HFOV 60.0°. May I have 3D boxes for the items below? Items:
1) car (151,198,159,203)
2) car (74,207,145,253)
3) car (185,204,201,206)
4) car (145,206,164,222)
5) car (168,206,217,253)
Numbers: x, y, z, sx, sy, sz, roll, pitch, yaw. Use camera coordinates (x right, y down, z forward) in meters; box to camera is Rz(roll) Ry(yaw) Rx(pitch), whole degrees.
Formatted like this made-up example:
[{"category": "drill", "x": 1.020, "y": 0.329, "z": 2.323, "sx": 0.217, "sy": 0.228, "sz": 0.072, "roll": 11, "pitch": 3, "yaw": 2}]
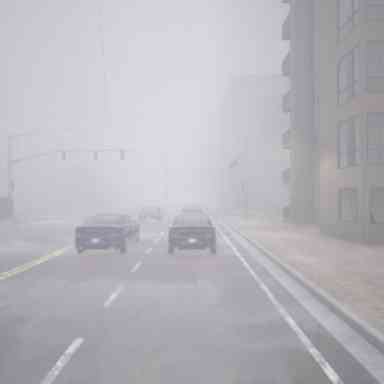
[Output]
[{"category": "car", "x": -10.439, "y": 2.406, "z": 94.256, "sx": 2.128, "sy": 1.511, "sz": 4.902, "roll": 0, "pitch": -1, "yaw": 0}, {"category": "car", "x": -3.485, "y": 1.615, "z": 14.493, "sx": 1.882, "sy": 1.535, "sz": 5.008, "roll": 0, "pitch": 0, "yaw": 0}, {"category": "car", "x": 0.099, "y": 1.756, "z": 29.471, "sx": 1.882, "sy": 1.535, "sz": 5.008, "roll": 0, "pitch": 0, "yaw": 3}, {"category": "car", "x": -3.479, "y": 1.876, "z": 29.113, "sx": 1.895, "sy": 1.301, "sz": 4.718, "roll": 0, "pitch": 0, "yaw": 0}, {"category": "car", "x": 0.015, "y": 1.615, "z": 14.486, "sx": 1.882, "sy": 1.535, "sz": 5.008, "roll": 0, "pitch": 0, "yaw": 0}]
